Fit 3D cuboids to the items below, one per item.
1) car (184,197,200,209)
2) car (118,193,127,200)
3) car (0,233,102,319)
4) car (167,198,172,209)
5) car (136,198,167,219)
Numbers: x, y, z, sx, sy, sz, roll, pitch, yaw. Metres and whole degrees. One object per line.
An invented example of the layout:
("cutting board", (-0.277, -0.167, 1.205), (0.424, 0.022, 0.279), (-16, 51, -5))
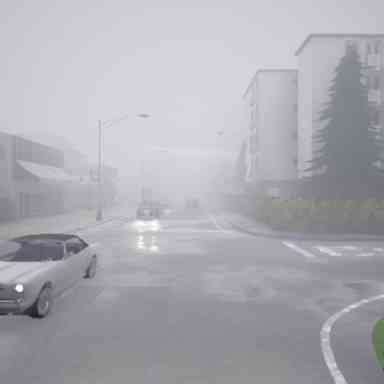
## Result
("car", (0.014, 1.478, 45.959), (2.128, 1.511, 4.902), (0, 0, 0))
("car", (-19.095, 1.464, 91.595), (2.007, 1.523, 4.514), (0, 0, 0))
("car", (-3.612, 1.706, 7.712), (1.895, 1.301, 4.718), (0, 0, 0))
("car", (-3.669, 1.535, 44.216), (2.033, 1.411, 5.357), (0, 0, 0))
("car", (-3.653, 1.483, 29.124), (2.128, 1.511, 4.902), (0, 0, 0))
